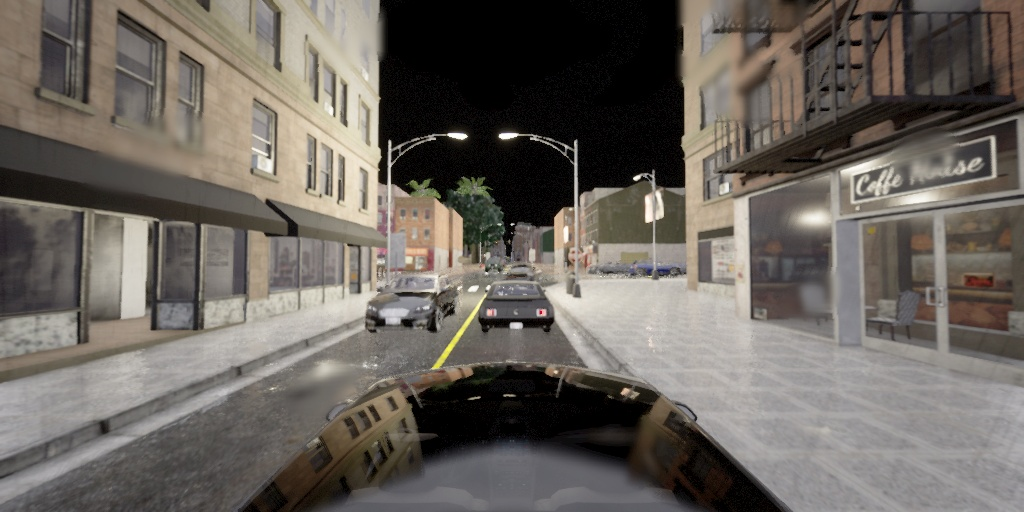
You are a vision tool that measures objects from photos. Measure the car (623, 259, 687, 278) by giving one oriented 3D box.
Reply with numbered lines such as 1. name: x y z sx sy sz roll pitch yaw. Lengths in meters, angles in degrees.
1. car: 12.923 1.048 32.486 4.553 1.767 2.097 -1 -2 0

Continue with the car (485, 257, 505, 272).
1. car: -2.554 1.212 51.324 2.150 2.045 5.566 0 0 2

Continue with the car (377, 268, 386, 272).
1. car: -12.501 1.370 28.945 4.674 1.442 1.812 0 -2 2

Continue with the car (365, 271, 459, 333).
1. car: -2.819 1.295 10.993 2.128 1.511 4.902 0 0 0

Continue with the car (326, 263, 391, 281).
1. car: -13.728 1.429 32.248 4.902 1.511 2.128 0 -2 0

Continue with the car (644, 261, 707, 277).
1. car: 16.281 1.296 35.956 5.357 1.411 2.033 -1 -2 -1

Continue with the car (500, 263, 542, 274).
1. car: 0.806 1.312 23.373 1.837 1.490 4.892 0 3 11

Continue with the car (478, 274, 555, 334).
1. car: 0.105 1.404 10.835 1.895 1.301 4.718 0 0 0

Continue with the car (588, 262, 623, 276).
1. car: 10.780 1.397 39.159 4.902 1.511 2.128 -1 -2 -1
